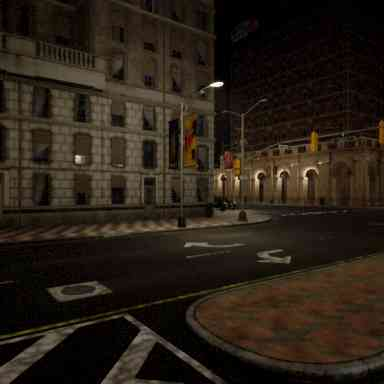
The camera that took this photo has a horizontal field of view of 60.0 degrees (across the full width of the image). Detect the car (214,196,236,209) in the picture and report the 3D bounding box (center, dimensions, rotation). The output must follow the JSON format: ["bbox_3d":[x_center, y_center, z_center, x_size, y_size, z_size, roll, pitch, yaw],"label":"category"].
[{"bbox_3d":[3.735,1.352,43.649,2.097,1.767,4.553,0,0,-36],"label":"car"}]
